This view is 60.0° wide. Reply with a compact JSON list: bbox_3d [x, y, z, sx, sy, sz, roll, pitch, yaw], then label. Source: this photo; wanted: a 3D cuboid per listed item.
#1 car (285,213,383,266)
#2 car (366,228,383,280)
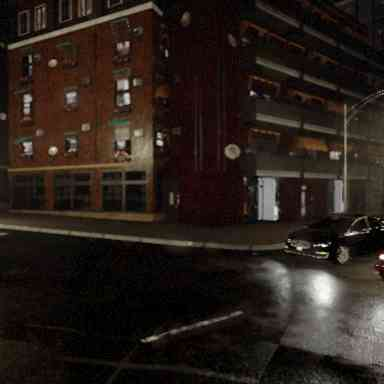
[{"bbox_3d":[5.402,1.541,11.822,4.892,1.490,1.837,0,0,-34],"label":"car"},{"bbox_3d":[6.670,1.634,8.585,4.718,1.301,1.895,0,0,-37],"label":"car"}]
